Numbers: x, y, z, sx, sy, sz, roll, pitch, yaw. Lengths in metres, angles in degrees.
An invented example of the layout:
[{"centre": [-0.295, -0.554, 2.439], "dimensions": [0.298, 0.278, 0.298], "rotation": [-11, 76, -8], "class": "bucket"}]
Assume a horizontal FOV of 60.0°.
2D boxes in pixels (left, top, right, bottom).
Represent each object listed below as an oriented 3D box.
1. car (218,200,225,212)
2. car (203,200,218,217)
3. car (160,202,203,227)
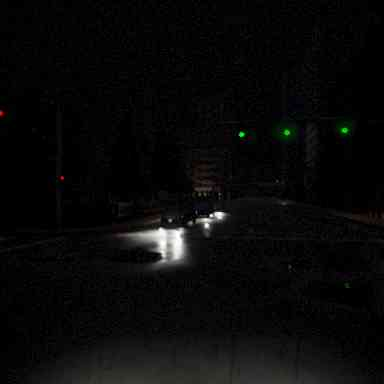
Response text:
[{"centre": [3.525, 1.906, 46.279], "dimensions": [2.128, 1.511, 4.902], "rotation": [0, -1, 12], "class": "car"}, {"centre": [1.170, 1.796, 35.006], "dimensions": [1.882, 1.535, 5.008], "rotation": [0, -1, 12], "class": "car"}, {"centre": [-0.913, 1.728, 25.327], "dimensions": [2.128, 1.511, 4.902], "rotation": [0, -1, 14], "class": "car"}]
